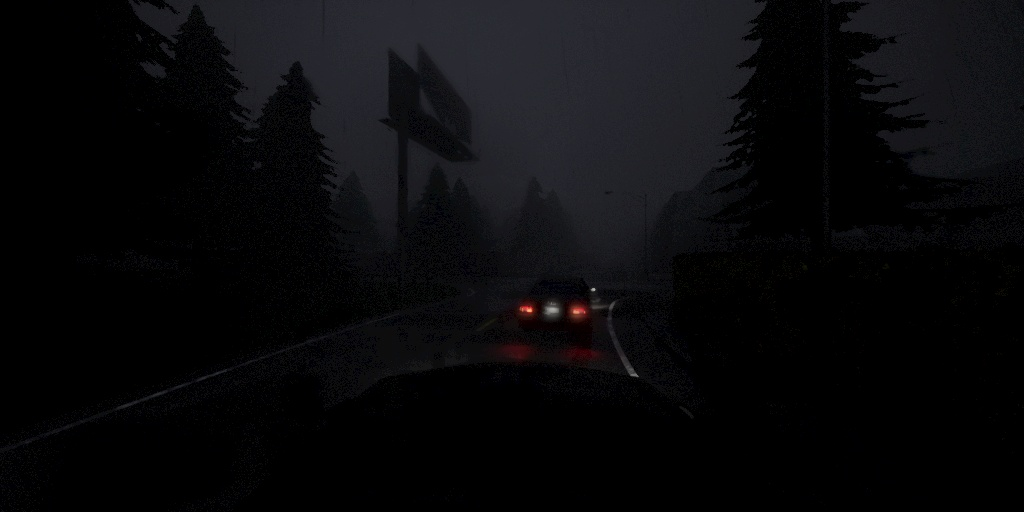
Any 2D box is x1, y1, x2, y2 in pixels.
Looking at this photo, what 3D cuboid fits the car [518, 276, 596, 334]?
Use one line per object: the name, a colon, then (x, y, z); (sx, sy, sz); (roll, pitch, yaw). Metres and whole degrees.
car: (1.470, 1.296, 10.691); (2.033, 1.411, 5.357); (0, 0, 12)
